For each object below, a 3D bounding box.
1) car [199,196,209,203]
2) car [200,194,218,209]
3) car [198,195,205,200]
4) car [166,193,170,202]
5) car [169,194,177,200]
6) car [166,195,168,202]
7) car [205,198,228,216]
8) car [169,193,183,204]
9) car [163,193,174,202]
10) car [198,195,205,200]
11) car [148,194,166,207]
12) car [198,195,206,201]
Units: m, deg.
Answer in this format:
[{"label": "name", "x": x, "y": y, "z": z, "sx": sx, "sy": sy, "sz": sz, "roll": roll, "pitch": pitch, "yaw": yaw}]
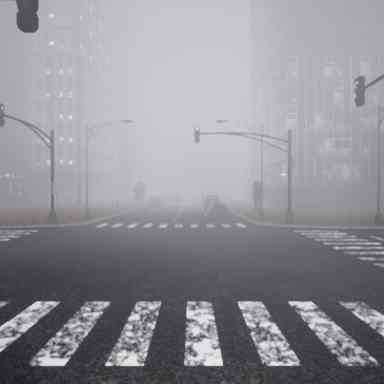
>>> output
[{"label": "car", "x": 2.541, "y": 1.485, "z": 70.783, "sx": 1.887, "sy": 1.381, "sz": 4.507, "roll": -1, "pitch": 0, "yaw": 0}, {"label": "car", "x": 2.531, "y": 1.283, "z": 43.160, "sx": 2.192, "sy": 1.841, "sz": 5.009, "roll": -1, "pitch": 0, "yaw": 0}, {"label": "car", "x": 2.538, "y": 1.446, "z": 87.527, "sx": 1.752, "sy": 1.417, "sz": 4.829, "roll": -1, "pitch": 0, "yaw": 0}, {"label": "car", "x": -5.340, "y": 1.380, "z": 70.756, "sx": 1.967, "sy": 1.590, "sz": 4.097, "roll": -1, "pitch": 0, "yaw": 0}, {"label": "car", "x": -5.345, "y": 1.354, "z": 92.855, "sx": 1.967, "sy": 1.590, "sz": 4.097, "roll": -1, "pitch": 0, "yaw": 0}, {"label": "car", "x": -5.335, "y": 1.540, "z": 54.183, "sx": 1.802, "sy": 1.307, "sz": 4.206, "roll": -1, "pitch": 0, "yaw": 0}, {"label": "car", "x": 2.516, "y": 1.559, "z": 32.111, "sx": 1.802, "sy": 1.307, "sz": 4.206, "roll": -1, "pitch": 0, "yaw": 0}, {"label": "car", "x": -2.762, "y": 1.299, "z": 64.375, "sx": 2.097, "sy": 1.767, "sz": 4.553, "roll": 0, "pitch": 0, "yaw": 0}, {"label": "car", "x": -5.343, "y": 1.249, "z": 76.281, "sx": 2.192, "sy": 1.841, "sz": 5.009, "roll": -1, "pitch": 0, "yaw": 0}, {"label": "car", "x": 2.537, "y": 1.459, "z": 92.881, "sx": 1.887, "sy": 1.381, "sz": 4.507, "roll": -1, "pitch": 0, "yaw": 0}, {"label": "car", "x": -5.336, "y": 1.403, "z": 48.658, "sx": 1.967, "sy": 1.590, "sz": 4.097, "roll": -1, "pitch": 0, "yaw": 0}, {"label": "car", "x": 2.540, "y": 1.509, "z": 81.832, "sx": 1.802, "sy": 1.307, "sz": 4.206, "roll": -1, "pitch": 0, "yaw": 0}]
